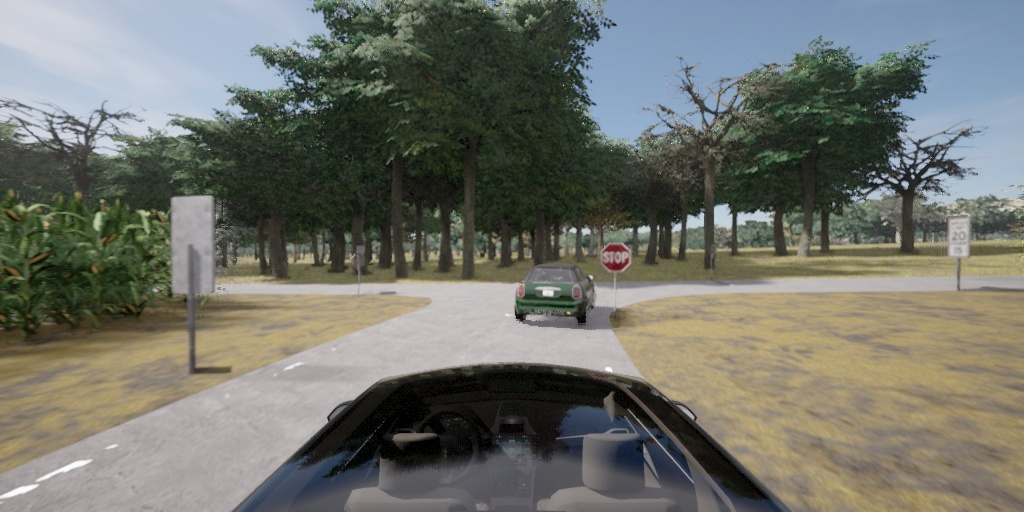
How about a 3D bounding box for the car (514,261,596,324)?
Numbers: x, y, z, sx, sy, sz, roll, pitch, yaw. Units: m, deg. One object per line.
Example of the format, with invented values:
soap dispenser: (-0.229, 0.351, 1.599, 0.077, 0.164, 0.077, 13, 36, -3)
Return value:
car: (1.601, 1.039, 11.994, 2.097, 1.767, 4.553, 0, 0, 16)
